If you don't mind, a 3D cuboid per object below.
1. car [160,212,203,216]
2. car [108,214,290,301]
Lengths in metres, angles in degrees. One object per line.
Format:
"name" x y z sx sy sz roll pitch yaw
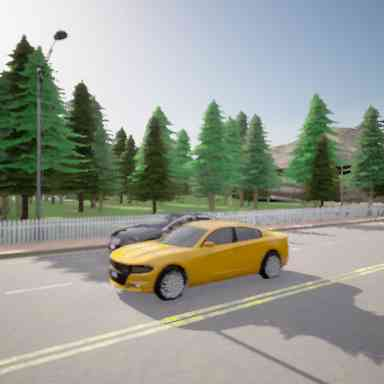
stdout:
"car" -0.559 1.510 12.172 4.902 1.511 2.128 0 0 -35
"car" 0.383 1.493 8.548 5.008 1.535 1.882 0 0 -35
